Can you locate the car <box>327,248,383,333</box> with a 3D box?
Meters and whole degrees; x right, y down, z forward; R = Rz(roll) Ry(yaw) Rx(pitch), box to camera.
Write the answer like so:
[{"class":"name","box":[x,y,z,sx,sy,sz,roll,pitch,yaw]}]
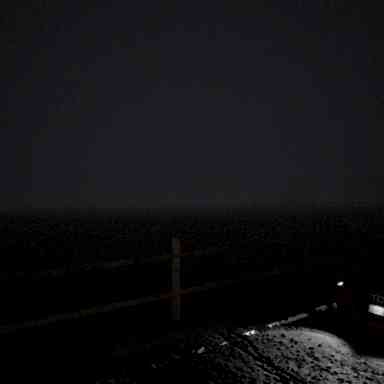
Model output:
[{"class":"car","box":[4.369,1.564,6.055,4.181,1.385,1.994,0,0,-35]}]
